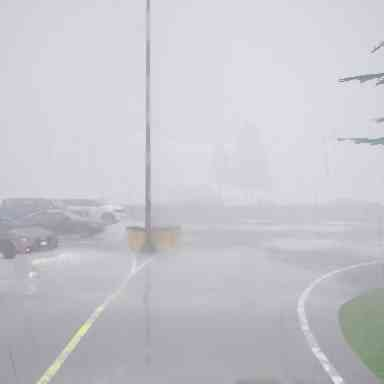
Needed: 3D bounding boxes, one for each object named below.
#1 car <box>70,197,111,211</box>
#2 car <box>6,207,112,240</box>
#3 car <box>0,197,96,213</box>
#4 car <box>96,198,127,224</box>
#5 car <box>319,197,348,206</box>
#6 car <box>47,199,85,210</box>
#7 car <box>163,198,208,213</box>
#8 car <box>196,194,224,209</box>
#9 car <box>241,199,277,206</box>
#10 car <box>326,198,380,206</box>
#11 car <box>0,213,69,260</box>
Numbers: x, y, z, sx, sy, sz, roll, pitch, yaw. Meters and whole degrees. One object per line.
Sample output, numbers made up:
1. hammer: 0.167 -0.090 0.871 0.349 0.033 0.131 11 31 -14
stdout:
1. car: -12.941 1.511 42.491 4.553 1.767 2.097 0 0 0
2. car: -6.998 1.706 17.793 4.674 1.442 1.812 0 0 0
3. car: -9.387 1.399 21.284 5.566 2.045 2.150 0 0 0
4. car: -7.741 1.396 24.781 5.566 2.045 2.150 0 0 0
5. car: 20.003 1.508 45.929 4.553 1.767 2.097 0 0 0
6. car: -17.381 1.681 45.999 4.674 1.442 1.812 0 0 0
7. car: -1.014 1.656 35.469 4.902 1.511 2.128 0 0 0
8. car: 1.579 1.374 45.962 5.566 2.045 2.150 0 0 0
9. car: 8.515 1.684 42.453 4.674 1.442 1.812 0 0 0
10. car: 17.466 1.656 35.436 4.902 1.511 2.128 0 0 0
11. car: -7.393 1.748 13.298 4.181 1.385 1.994 0 0 23
